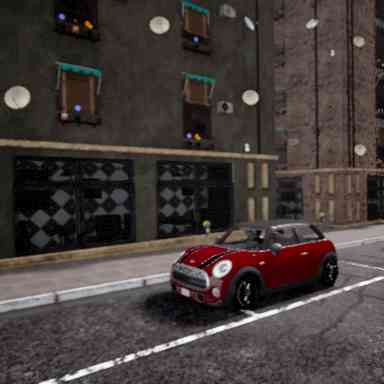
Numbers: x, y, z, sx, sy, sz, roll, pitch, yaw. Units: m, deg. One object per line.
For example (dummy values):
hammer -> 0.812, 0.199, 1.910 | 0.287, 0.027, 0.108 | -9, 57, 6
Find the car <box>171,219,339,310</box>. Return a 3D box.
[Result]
car -> 1.496, 1.416, 7.637 | 4.097, 1.590, 1.967 | 0, -1, -35
